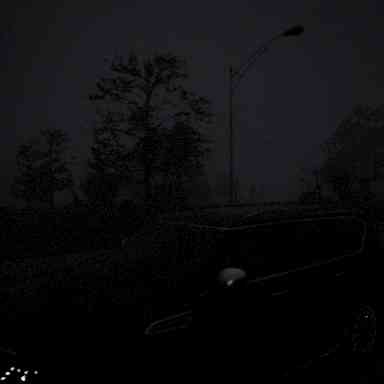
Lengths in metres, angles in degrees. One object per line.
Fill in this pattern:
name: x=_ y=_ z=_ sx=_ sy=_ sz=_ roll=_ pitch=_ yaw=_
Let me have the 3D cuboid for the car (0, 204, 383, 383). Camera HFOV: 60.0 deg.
car: x=0.372 y=1.222 z=4.259 sx=5.566 sy=2.045 sz=2.150 roll=0 pitch=0 yaw=-36
